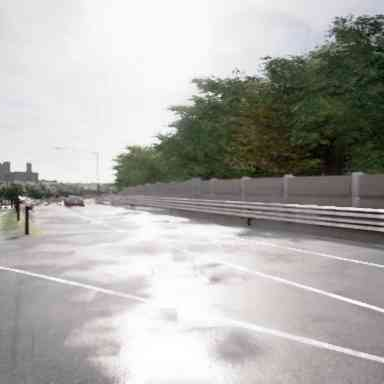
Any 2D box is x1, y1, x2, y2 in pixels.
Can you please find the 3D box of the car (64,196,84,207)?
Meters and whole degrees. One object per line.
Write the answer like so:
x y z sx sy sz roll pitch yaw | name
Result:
-14.693 1.165 41.393 1.994 1.385 4.181 0 -1 -25 | car
